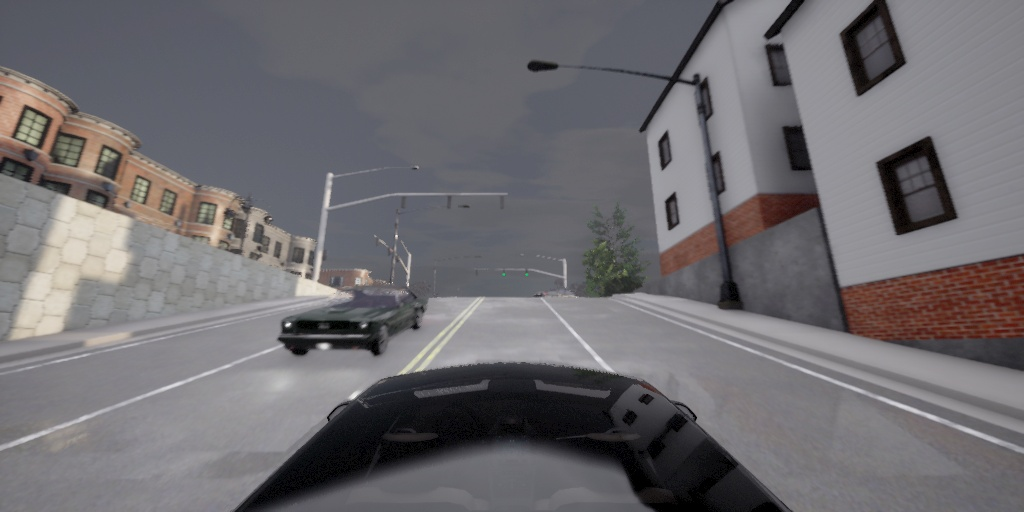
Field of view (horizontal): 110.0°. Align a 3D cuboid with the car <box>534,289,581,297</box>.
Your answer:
[{"bbox_3d":[4.167,3.575,30.606,5.357,1.411,2.033,12,-19,-38],"label":"car"}]

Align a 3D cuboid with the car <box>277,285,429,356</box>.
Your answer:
[{"bbox_3d":[-3.542,1.435,8.968,1.895,1.301,4.718,0,-1,0],"label":"car"}]
